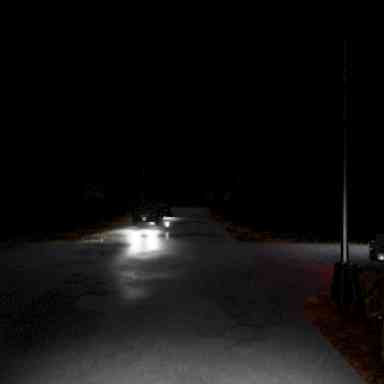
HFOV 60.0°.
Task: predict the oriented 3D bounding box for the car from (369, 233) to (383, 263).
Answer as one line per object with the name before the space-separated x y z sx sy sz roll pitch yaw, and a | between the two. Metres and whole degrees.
car | 7.154 1.457 8.892 4.674 1.442 1.812 0 -1 -9

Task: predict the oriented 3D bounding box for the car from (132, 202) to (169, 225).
car | -3.184 1.564 24.604 2.128 1.511 4.902 0 -1 0

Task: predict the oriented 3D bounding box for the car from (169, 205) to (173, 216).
car | -3.165 1.791 34.867 1.812 1.442 4.674 0 -1 0
